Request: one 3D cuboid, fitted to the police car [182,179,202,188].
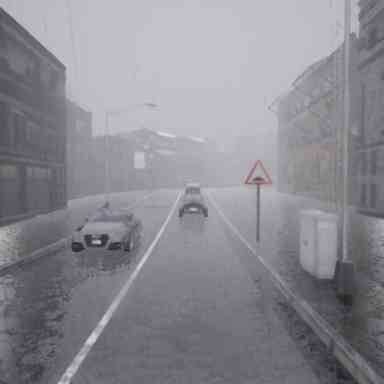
[{"bbox_3d":[0.189,-0.485,42.333,1.930,1.638,5.238,0,4,2],"label":"police car"}]

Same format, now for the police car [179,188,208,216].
[{"bbox_3d":[0.087,0.807,23.992,2.038,1.542,4.974,0,3,0],"label":"police car"}]

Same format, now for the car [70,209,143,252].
[{"bbox_3d":[-3.106,1.371,12.801,1.994,1.385,4.181,0,2,0],"label":"car"}]

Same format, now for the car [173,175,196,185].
[{"bbox_3d":[-1.068,-1.717,53.355,2.150,2.045,5.566,1,3,24],"label":"car"}]
